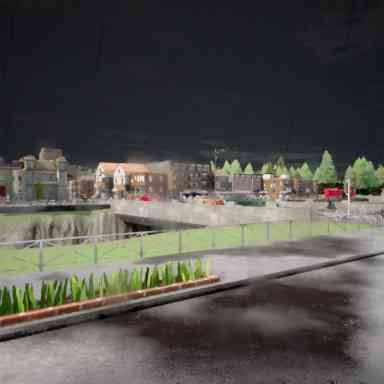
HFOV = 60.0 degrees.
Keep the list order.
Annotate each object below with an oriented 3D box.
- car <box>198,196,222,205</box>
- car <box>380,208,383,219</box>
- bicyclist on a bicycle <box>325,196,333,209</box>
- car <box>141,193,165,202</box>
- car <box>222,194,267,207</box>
[{"bbox_3d":[2.793,1.352,52.345,2.097,1.767,4.553,0,0,-36],"label":"car"},{"bbox_3d":[16.895,1.564,25.572,1.994,1.385,4.181,0,0,-36],"label":"car"},{"bbox_3d":[16.594,1.349,40.362,1.656,1.620,0.582,0,0,-36],"label":"bicyclist on a bicycle"},{"bbox_3d":[-6.980,1.215,58.895,2.150,2.045,5.566,0,0,-36],"label":"car"},{"bbox_3d":[6.566,1.221,39.917,2.150,2.045,5.566,0,0,-36],"label":"car"}]
